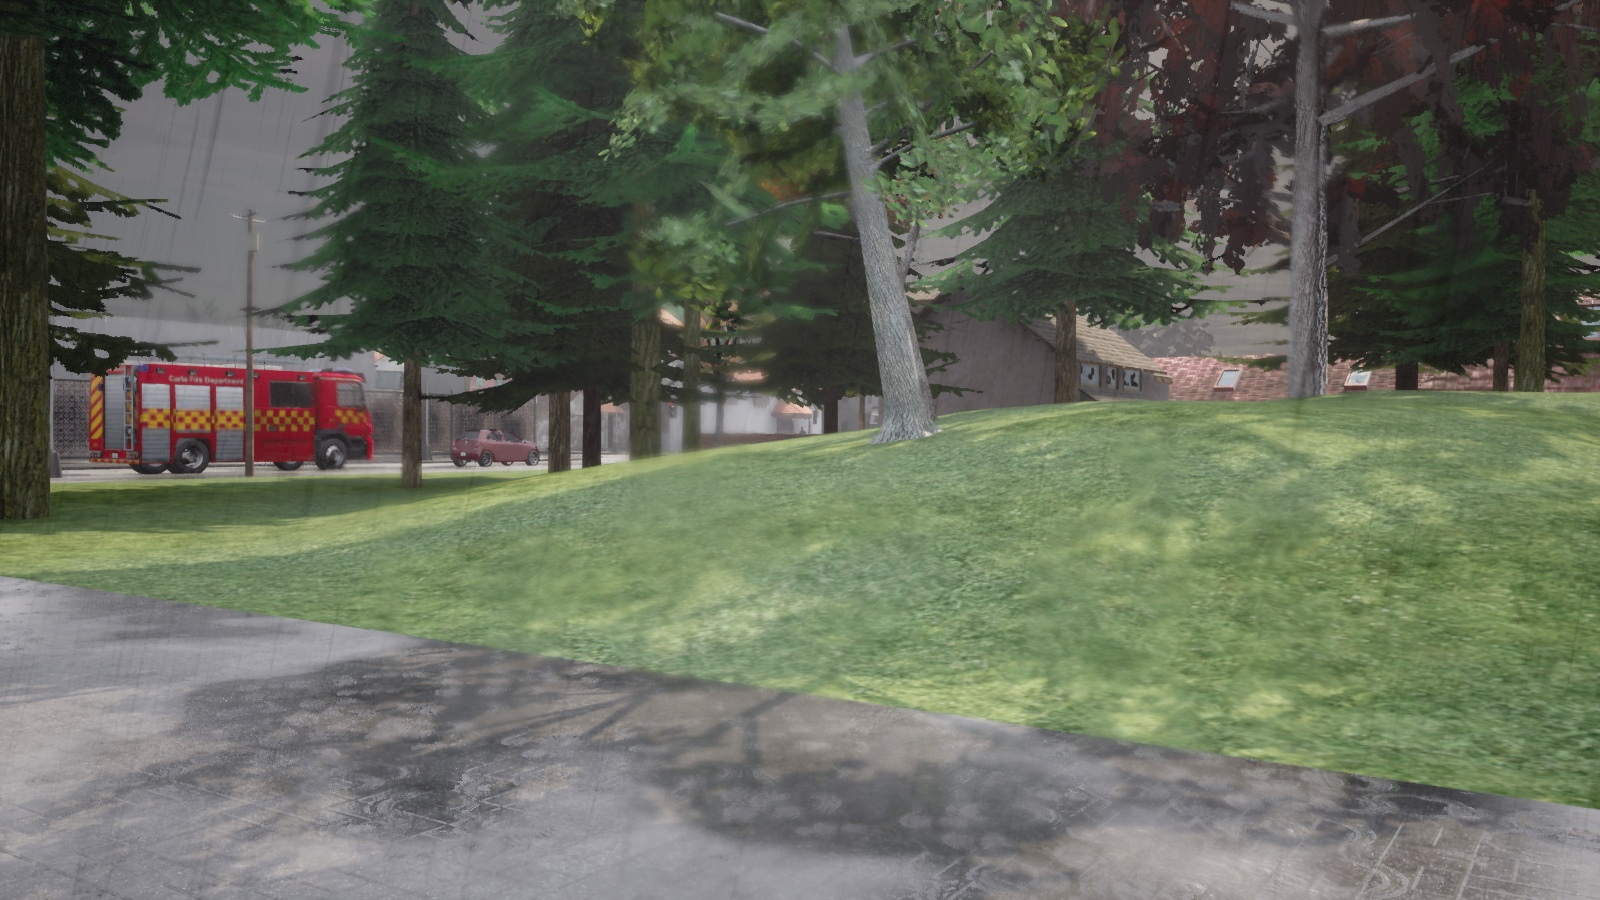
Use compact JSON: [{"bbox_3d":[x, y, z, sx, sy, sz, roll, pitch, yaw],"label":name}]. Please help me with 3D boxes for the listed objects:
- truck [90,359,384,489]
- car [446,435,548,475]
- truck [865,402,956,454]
[{"bbox_3d":[-18.100,-0.831,41.094,2.891,3.827,8.468,0,1,34],"label":"truck"},{"bbox_3d":[-12.067,0.169,50.173,1.845,1.501,3.633,0,1,33],"label":"car"},{"bbox_3d":[7.773,-1.513,87.329,2.891,3.462,7.936,0,1,33],"label":"truck"}]
